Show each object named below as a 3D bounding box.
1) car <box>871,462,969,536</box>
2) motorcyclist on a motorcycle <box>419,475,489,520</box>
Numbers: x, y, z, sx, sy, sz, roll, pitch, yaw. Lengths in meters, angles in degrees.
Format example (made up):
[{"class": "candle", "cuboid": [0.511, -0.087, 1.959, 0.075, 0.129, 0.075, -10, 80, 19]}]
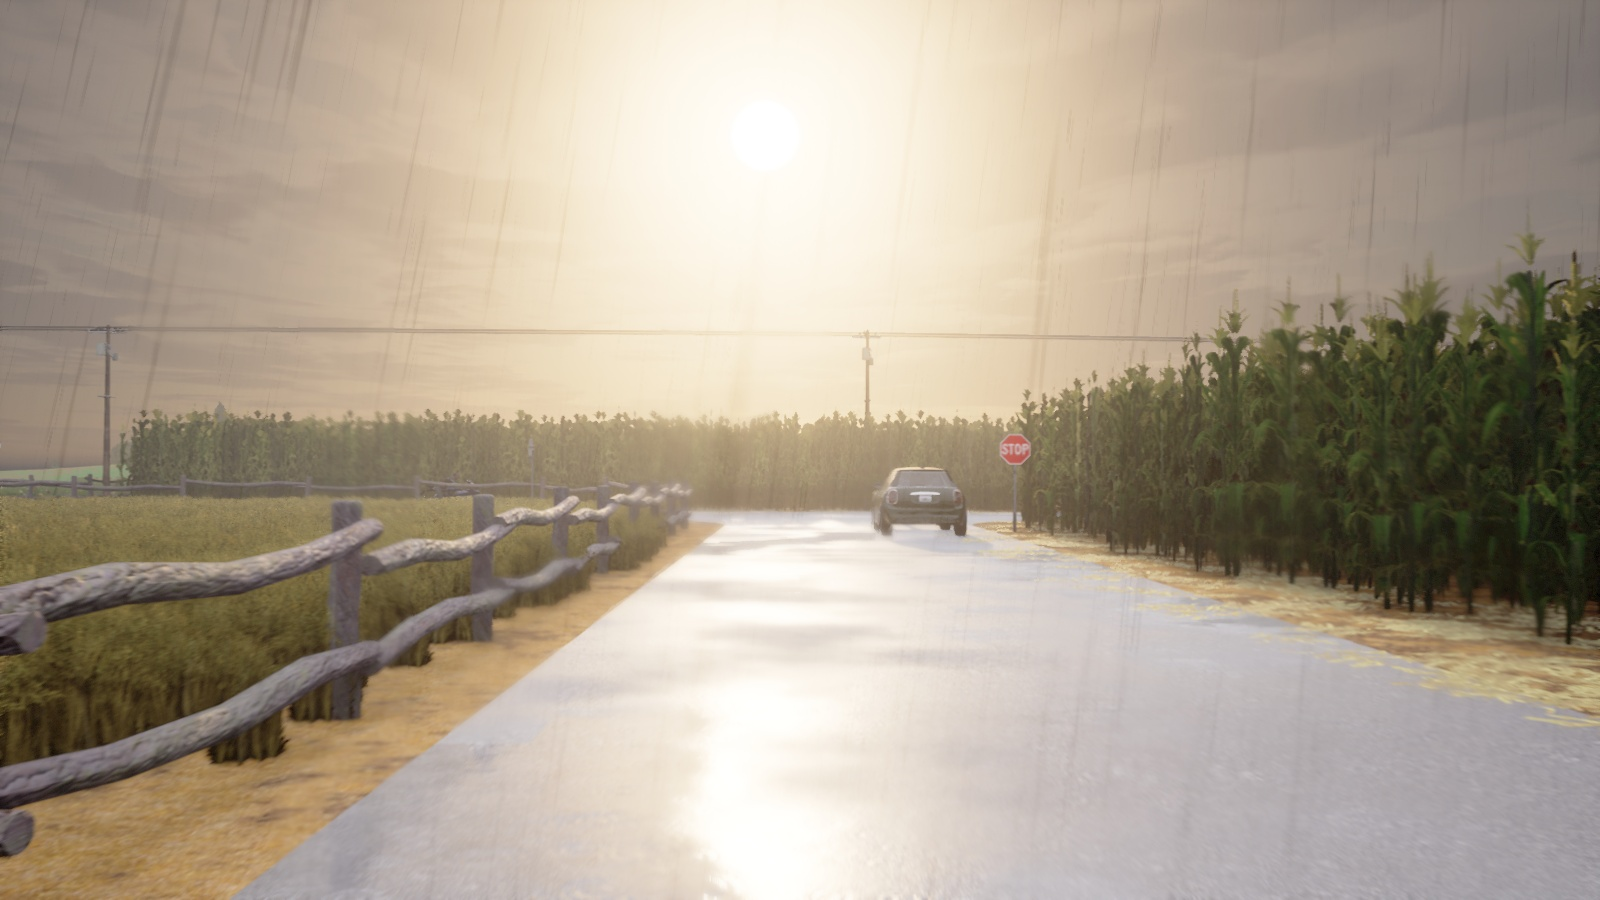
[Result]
[{"class": "car", "cuboid": [3.021, 1.213, 32.537, 2.097, 1.767, 4.553, 0, -1, 0]}, {"class": "motorcyclist on a motorcycle", "cuboid": [-11.897, 1.631, 43.246, 2.191, 1.530, 0.866, 0, -1, 0]}]
